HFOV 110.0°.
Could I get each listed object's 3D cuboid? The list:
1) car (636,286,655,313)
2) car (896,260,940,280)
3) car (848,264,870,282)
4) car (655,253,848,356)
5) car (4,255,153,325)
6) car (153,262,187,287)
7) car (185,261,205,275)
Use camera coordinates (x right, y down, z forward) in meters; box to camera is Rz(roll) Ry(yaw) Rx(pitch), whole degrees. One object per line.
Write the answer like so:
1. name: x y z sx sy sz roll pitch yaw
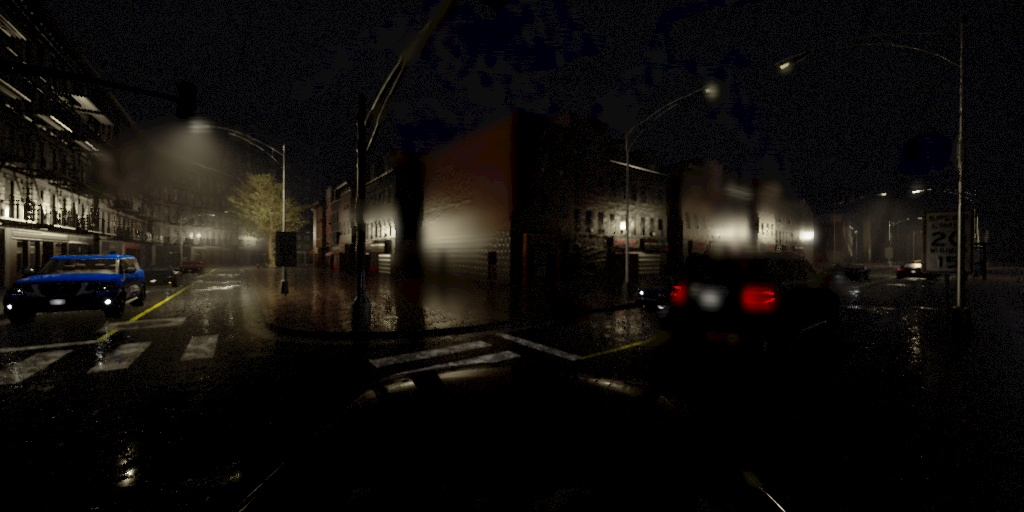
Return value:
1. car: 6.466 1.303 12.675 4.718 1.301 1.895 0 0 -37
2. car: 33.412 1.214 29.618 4.181 1.385 1.994 0 0 -37
3. car: 25.369 1.251 27.104 4.718 1.301 1.895 0 0 -37
4. car: 6.097 0.943 8.805 5.566 2.045 2.150 0 0 -37
5. car: -14.580 0.965 12.404 2.150 2.045 5.566 0 0 -37
6. car: -22.667 1.314 23.040 1.994 1.385 4.181 0 0 -37
7. car: -34.507 1.251 38.751 1.882 1.535 5.008 0 -1 -37
